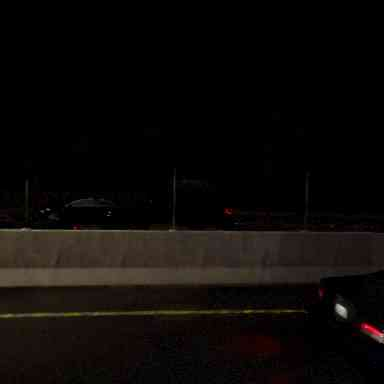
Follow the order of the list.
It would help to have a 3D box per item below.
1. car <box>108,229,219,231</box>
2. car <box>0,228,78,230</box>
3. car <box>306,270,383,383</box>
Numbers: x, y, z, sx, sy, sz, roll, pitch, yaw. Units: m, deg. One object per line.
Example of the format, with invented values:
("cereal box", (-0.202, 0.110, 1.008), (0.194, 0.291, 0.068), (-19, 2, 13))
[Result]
("car", (-0.944, 0.897, 14.512), (5.566, 2.045, 2.150), (1, 1, -6))
("car", (-6.141, 1.223, 10.319), (4.718, 1.301, 1.895), (1, 1, -9))
("car", (4.333, 1.565, 4.253), (5.357, 1.411, 2.033), (1, 1, -3))
